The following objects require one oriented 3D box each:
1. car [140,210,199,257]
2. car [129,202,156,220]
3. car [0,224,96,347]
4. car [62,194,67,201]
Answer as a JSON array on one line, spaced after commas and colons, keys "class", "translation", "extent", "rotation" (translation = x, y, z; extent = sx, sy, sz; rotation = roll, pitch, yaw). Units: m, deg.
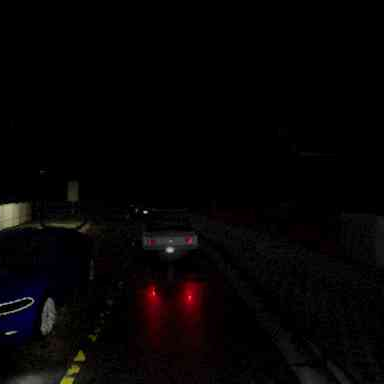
[{"class": "car", "translation": [-0.964, 1.603, 12.999], "extent": [1.895, 1.301, 4.718], "rotation": [0, 0, -7]}, {"class": "car", "translation": [-4.229, 1.555, 28.434], "extent": [1.994, 1.385, 4.181], "rotation": [0, 0, -15]}, {"class": "car", "translation": [-3.266, 1.483, 6.653], "extent": [1.882, 1.535, 5.008], "rotation": [0, 0, -5]}, {"class": "car", "translation": [-30.446, 1.329, 82.743], "extent": [1.882, 1.535, 5.008], "rotation": [0, 0, -28]}]
